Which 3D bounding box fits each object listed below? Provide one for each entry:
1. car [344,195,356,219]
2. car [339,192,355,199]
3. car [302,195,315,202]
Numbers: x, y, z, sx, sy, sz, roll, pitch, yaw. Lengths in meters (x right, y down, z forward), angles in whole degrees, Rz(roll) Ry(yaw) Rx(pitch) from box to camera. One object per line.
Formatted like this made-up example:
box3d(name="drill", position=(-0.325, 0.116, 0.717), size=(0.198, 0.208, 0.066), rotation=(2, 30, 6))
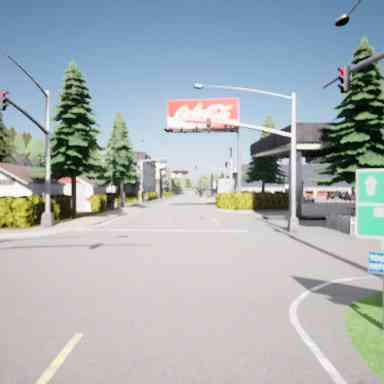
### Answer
box3d(name="car", position=(14.305, 1.398, 25.598), size=(3.866, 1.878, 1.905), rotation=(0, 0, 0))
box3d(name="car", position=(34.729, 1.190, 72.506), size=(2.007, 1.523, 4.514), rotation=(0, 0, 0))
box3d(name="car", position=(22.344, 1.284, 64.685), size=(1.970, 1.475, 3.806), rotation=(0, 0, 0))
